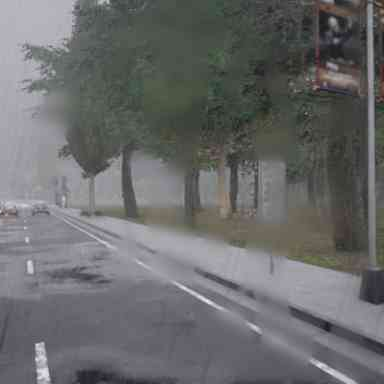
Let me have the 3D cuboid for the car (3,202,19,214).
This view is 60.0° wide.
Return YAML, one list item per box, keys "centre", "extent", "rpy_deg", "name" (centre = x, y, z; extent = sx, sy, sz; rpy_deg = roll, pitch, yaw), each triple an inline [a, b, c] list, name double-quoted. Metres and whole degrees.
- centre: [-25.379, 2.164, 46.706]
  extent: [1.812, 1.442, 4.674]
  rpy_deg: [0, -1, -27]
  name: "car"

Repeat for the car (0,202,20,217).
- centre: [-20.184, 2.100, 36.571]
  extent: [1.895, 1.301, 4.718]
  rpy_deg: [0, -1, -27]
  name: "car"

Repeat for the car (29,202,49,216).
- centre: [-18.143, 2.065, 39.718]
  extent: [2.033, 1.411, 5.357]
  rpy_deg: [0, -1, -27]
  name: "car"

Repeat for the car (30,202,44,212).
- centre: [-22.906, 2.171, 49.021]
  extent: [1.812, 1.442, 4.674]
  rpy_deg: [0, -1, -26]
  name: "car"
